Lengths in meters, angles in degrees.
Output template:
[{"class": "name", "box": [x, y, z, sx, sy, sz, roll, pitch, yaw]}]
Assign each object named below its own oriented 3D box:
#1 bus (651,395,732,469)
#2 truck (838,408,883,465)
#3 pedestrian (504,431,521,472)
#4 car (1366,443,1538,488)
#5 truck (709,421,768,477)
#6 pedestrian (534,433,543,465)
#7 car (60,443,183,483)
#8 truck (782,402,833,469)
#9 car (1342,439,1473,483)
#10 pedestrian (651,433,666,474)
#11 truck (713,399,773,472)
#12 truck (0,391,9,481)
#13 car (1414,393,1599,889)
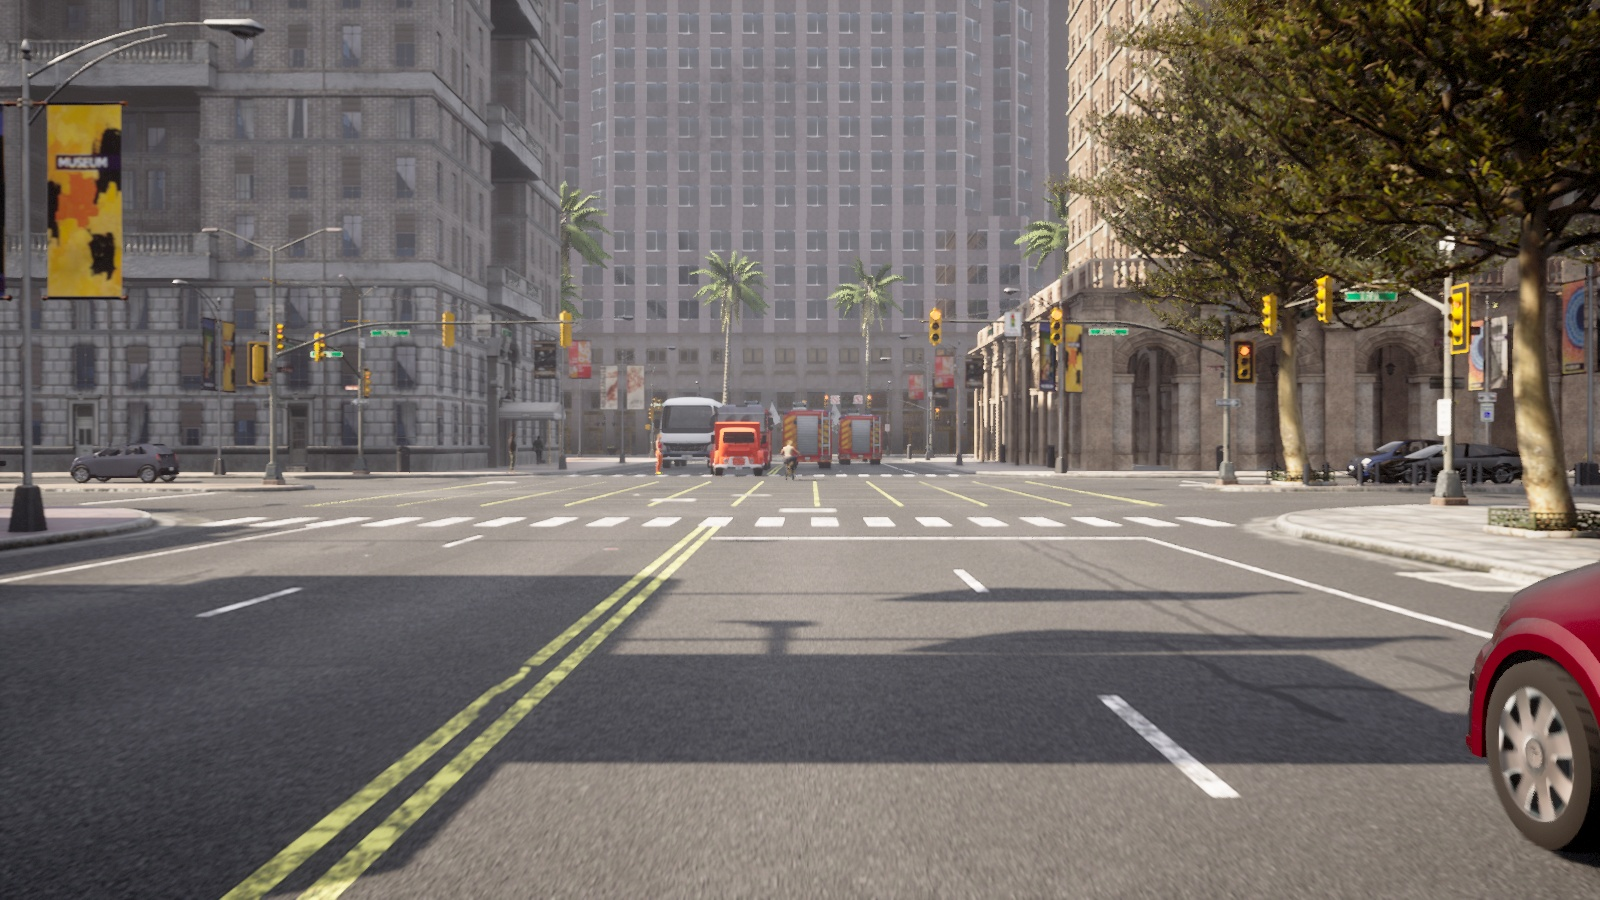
[{"class": "bus", "box": [-6.529, -1.071, 77.248, 3.944, 4.253, 10.273, 0, 0, 1]}, {"class": "truck", "box": [4.138, -0.911, 87.993, 2.891, 3.827, 8.468, 0, 0, 1]}, {"class": "pedestrian", "box": [-13.109, 0.070, 57.190, 0.703, 1.840, 0.431, 0, 0, -5]}, {"class": "car", "box": [22.427, 0.520, 43.346, 4.792, 1.488, 2.163, 0, 0, 2]}, {"class": "truck", "box": [-2.909, -0.074, 58.152, 2.627, 2.467, 5.204, 0, 1, -4]}, {"class": "pedestrian", "box": [-16.068, -0.045, 77.187, 0.423, 1.949, 0.788, 0, 0, -1]}, {"class": "car", "box": [-25.583, 0.472, 47.437, 3.633, 1.501, 1.845, 0, 0, 1]}, {"class": "truck", "box": [0.447, -0.842, 75.221, 2.891, 3.827, 8.468, 0, 0, 0]}, {"class": "car", "box": [22.620, 0.399, 46.876, 3.988, 1.617, 1.851, 0, 0, 1]}, {"class": "pedestrian", "box": [-6.401, 0.163, 56.833, 0.594, 1.836, 0.345, 0, 0, 11]}, {"class": "truck", "box": [-3.091, -0.817, 70.204, 2.891, 3.827, 8.468, 0, 0, 0]}, {"class": "truck", "box": [-34.809, -0.531, 47.535, 7.936, 3.462, 2.891, 0, 0, 1]}, {"class": "car", "box": [3.535, 0.629, 3.353, 1.851, 1.617, 3.988, 0, 0, 0]}]
